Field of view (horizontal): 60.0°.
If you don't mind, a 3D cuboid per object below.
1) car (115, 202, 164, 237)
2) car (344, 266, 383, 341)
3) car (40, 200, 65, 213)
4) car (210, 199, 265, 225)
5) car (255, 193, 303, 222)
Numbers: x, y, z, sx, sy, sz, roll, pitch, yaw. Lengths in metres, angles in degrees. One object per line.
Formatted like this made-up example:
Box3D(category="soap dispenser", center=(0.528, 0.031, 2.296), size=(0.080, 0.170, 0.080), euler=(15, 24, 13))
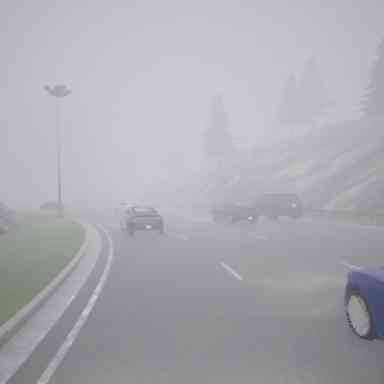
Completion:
Box3D(category="car", center=(-2.898, 1.537, 18.665), size=(2.128, 1.511, 4.902), euler=(-1, 0, -18))
Box3D(category="car", center=(3.484, 1.405, 3.416), size=(1.882, 1.535, 5.008), euler=(-1, 0, -3))
Box3D(category="car", center=(-18.157, 1.812, 43.271), size=(1.882, 1.535, 5.008), euler=(-1, 0, -41))
Box3D(category="car", center=(2.862, 1.431, 23.537), size=(1.837, 1.490, 4.892), euler=(0, 0, -21))
Box3D(category="car", center=(6.017, 1.083, 25.337), size=(2.150, 2.045, 5.566), euler=(0, 0, -22))
